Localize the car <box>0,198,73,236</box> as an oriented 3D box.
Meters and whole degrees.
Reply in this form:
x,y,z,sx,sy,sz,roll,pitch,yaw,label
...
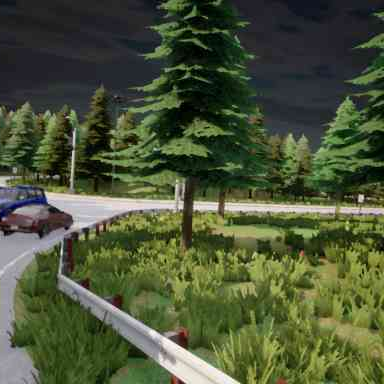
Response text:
x,y,z,sx,sy,sz,roll,pitch,yaw,label
-7.631,1.329,16.778,1.812,1.442,4.674,4,1,2,car

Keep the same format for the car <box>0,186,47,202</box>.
x,y,z,sx,sy,sz,roll,pitch,yaw,label
-10.745,0.699,19.821,2.150,2.045,5.566,4,2,4,car
